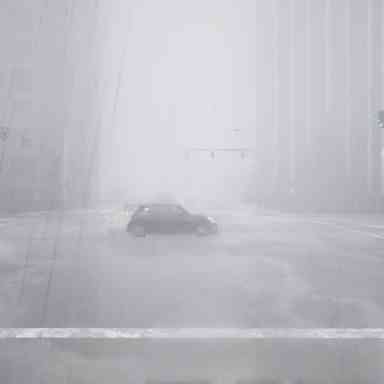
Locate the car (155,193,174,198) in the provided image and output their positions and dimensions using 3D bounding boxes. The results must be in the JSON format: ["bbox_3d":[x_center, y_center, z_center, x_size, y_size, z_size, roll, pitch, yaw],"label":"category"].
[{"bbox_3d":[-3.644,1.221,44.346,2.150,2.045,5.566,0,0,0],"label":"car"}]

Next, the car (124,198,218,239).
[{"bbox_3d":[-0.965,1.352,16.924,4.553,1.767,2.097,0,0,-1],"label":"car"}]

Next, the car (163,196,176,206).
[{"bbox_3d":[-3.636,1.477,54.342,1.882,1.535,5.008,0,0,0],"label":"car"}]
